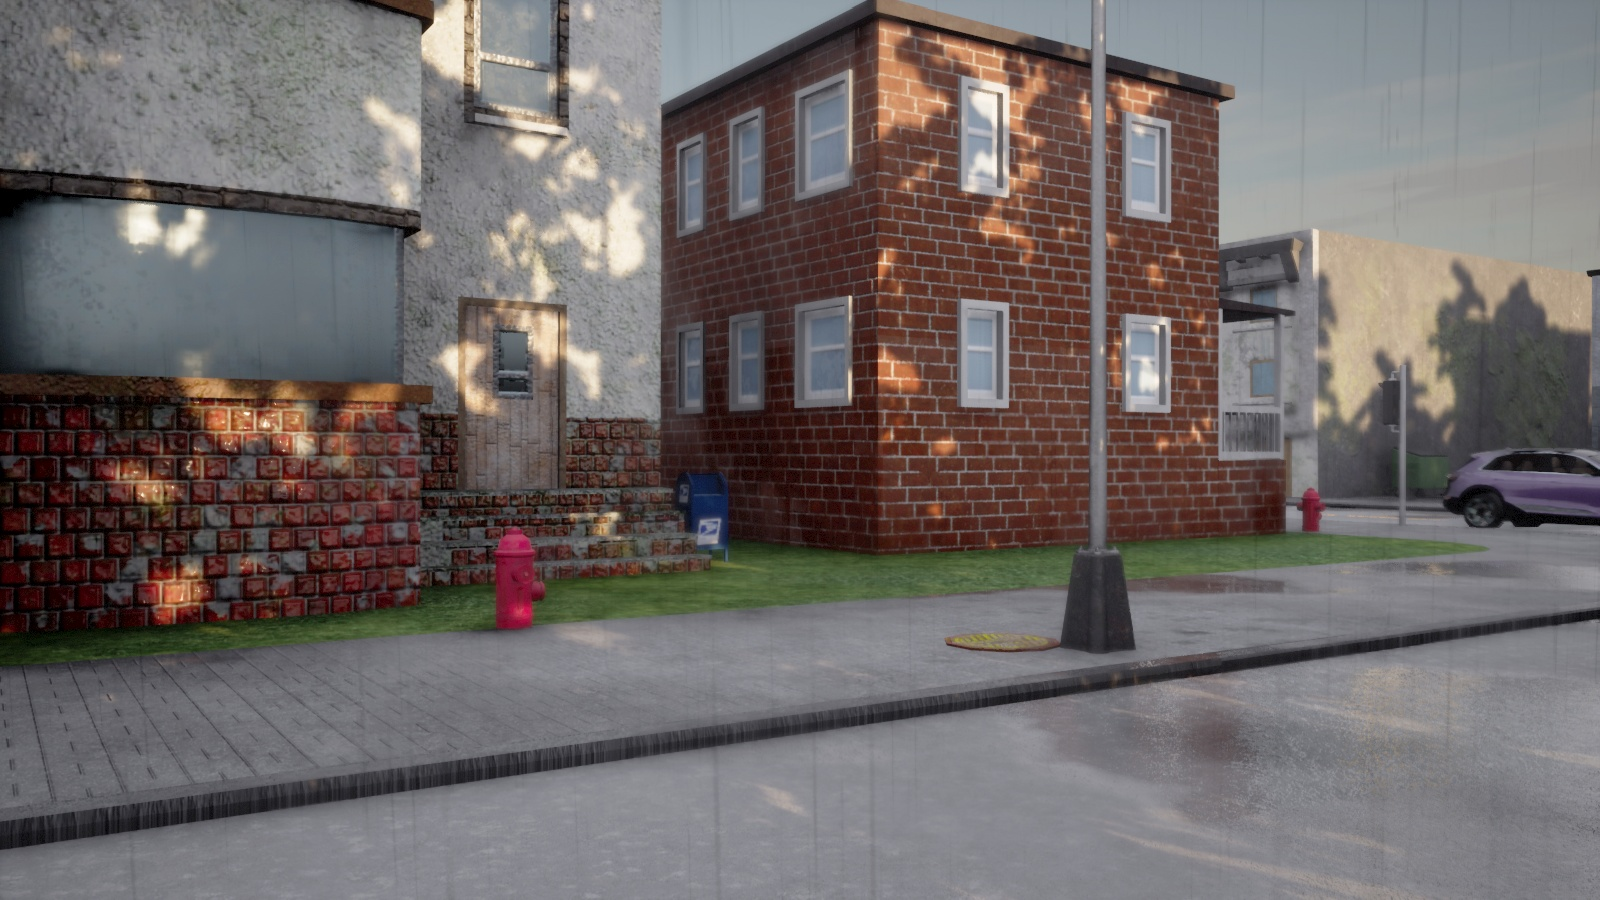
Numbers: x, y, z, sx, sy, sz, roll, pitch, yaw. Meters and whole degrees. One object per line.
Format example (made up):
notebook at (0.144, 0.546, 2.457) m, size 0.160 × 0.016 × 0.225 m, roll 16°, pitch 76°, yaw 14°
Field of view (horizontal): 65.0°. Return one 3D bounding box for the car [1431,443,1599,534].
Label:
car at (14.959, 0.702, 23.938) m, size 2.033 × 1.649 × 4.856 m, roll 0°, pitch 0°, yaw -33°

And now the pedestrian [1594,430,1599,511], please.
pedestrian at (19.398, 0.487, 29.994) m, size 0.395 × 1.930 × 0.692 m, roll 0°, pitch 0°, yaw -1°
